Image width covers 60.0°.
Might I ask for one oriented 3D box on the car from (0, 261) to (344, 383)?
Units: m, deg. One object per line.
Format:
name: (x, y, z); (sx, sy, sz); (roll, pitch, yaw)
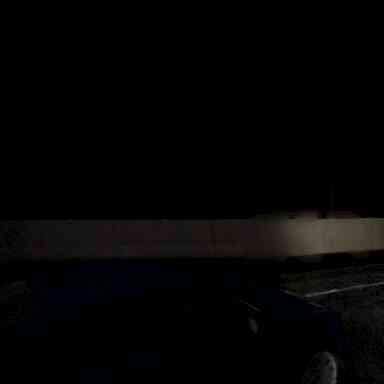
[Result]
car: (-0.527, 1.468, 3.295); (5.008, 1.535, 1.882); (1, 0, -33)
